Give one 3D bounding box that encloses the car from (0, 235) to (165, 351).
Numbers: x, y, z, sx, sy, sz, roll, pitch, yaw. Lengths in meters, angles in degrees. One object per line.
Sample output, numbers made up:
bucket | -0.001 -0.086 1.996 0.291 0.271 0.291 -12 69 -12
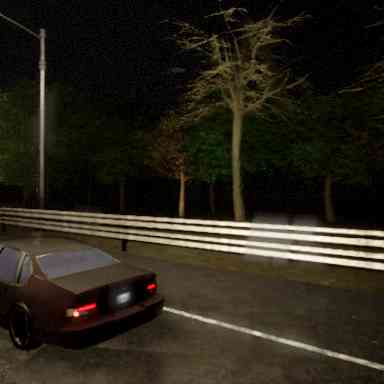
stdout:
car | -2.986 1.549 6.210 5.357 1.411 2.033 0 0 36
